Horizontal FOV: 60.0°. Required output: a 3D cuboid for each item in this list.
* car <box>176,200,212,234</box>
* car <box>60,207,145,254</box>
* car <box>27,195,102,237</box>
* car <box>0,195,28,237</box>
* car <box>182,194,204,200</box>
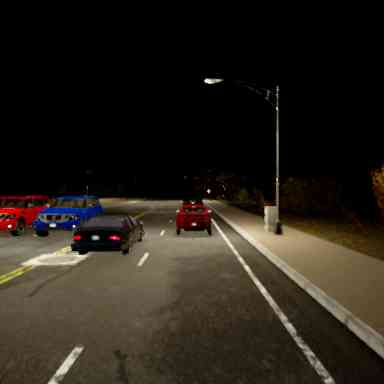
[{"bbox_3d":[0.099,1.480,19.265,1.882,1.535,5.008,0,0,0],"label":"car"},{"bbox_3d":[-3.149,1.549,13.375,2.033,1.411,5.357,0,0,0],"label":"car"},{"bbox_3d":[-6.504,1.217,18.323,2.150,2.045,5.566,0,0,0],"label":"car"},{"bbox_3d":[-9.752,1.218,18.657,2.150,2.045,5.566,0,0,0],"label":"car"},{"bbox_3d":[0.095,1.224,36.503,2.150,2.045,5.566,0,0,0],"label":"car"}]
